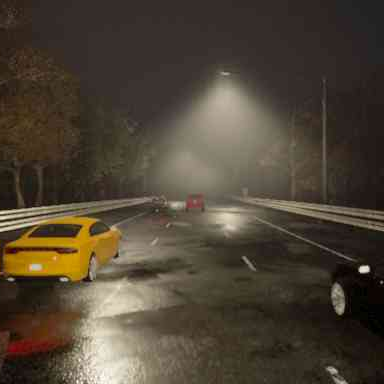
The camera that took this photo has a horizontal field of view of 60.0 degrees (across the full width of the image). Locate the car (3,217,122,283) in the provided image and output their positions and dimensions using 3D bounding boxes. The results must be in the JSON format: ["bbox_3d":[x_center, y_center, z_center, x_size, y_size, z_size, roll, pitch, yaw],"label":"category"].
[{"bbox_3d":[-3.366,1.473,9.660,1.882,1.535,5.008,0,0,0],"label":"car"}]

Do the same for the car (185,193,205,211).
[{"bbox_3d":[0.393,1.198,39.565,2.150,2.045,5.566,0,0,1],"label":"car"}]

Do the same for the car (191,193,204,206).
[{"bbox_3d":[0.872,1.180,55.927,2.150,2.045,5.566,0,0,1],"label":"car"}]

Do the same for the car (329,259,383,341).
[{"bbox_3d":[3.506,1.476,4.304,1.882,1.535,5.008,0,0,0],"label":"car"}]

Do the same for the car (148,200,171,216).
[{"bbox_3d":[-3.127,1.473,32.570,2.128,1.511,4.902,0,0,1],"label":"car"}]
